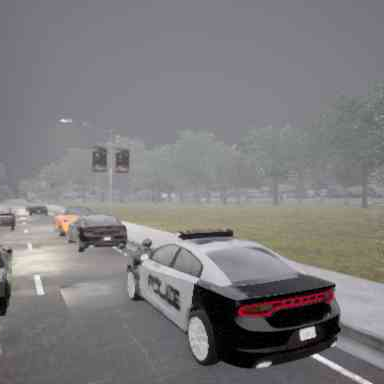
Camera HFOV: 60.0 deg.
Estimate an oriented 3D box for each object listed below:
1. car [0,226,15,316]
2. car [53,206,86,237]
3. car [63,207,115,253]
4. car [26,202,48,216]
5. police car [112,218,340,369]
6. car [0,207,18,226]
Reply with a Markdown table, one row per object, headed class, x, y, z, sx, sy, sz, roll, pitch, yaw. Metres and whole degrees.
| class | x | y | z | sx | sy | sz | roll | pitch | yaw |
| --- | --- | --- | --- | --- | --- | --- | --- | --- | --- |
| car | -4.940 | 1.692 | 7.154 | 1.895 | 1.301 | 4.718 | 1 | -1 | -28 |
| car | -7.187 | 1.620 | 20.316 | 2.097 | 1.767 | 4.553 | 1 | -1 | -28 |
| car | -4.413 | 1.678 | 15.027 | 1.882 | 1.535 | 5.008 | 1 | -1 | -28 |
| car | -18.306 | 2.022 | 39.504 | 1.882 | 1.535 | 5.008 | 1 | -1 | -27 |
| police car | 0.183 | 1.514 | 6.271 | 1.930 | 1.638 | 5.238 | 1 | -1 | -28 |
| car | -13.255 | 1.790 | 23.001 | 2.128 | 1.511 | 4.902 | 1 | -1 | -28 |
